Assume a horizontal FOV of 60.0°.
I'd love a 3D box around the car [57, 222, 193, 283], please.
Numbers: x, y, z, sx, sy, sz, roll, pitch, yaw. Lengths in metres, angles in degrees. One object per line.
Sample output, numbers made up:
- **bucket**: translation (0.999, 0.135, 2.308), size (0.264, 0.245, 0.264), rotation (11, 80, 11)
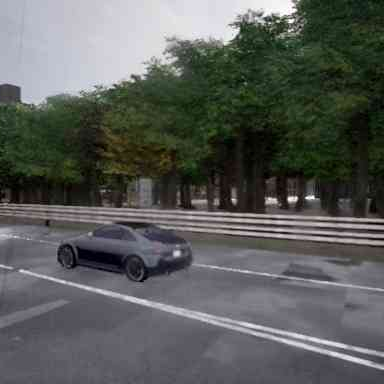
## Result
- **car**: translation (-2.044, 1.570, 9.754), size (4.181, 1.385, 1.994), rotation (0, 0, 34)
